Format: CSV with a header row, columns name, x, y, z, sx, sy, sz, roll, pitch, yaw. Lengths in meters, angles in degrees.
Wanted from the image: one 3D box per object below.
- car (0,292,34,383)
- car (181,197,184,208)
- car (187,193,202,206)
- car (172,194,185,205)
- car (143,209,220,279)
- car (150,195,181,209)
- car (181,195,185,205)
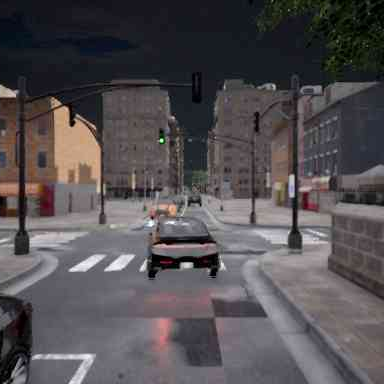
name,x,y,z,sx,sy,sz,roll,pitch,yaw
car,-2.638,1.565,2.099,1.947,1.339,4.313,0,0,0
car,-2.295,1.534,37.610,1.994,1.385,4.181,0,0,0
car,0.388,1.177,53.716,2.150,2.045,5.566,0,0,0
car,-2.271,1.304,57.724,2.097,1.767,4.553,0,0,0
car,-0.435,1.491,10.109,2.128,1.511,4.902,0,0,-7
car,-2.320,1.329,28.675,2.097,1.767,4.553,0,0,1
car,-2.297,1.453,47.469,2.128,1.511,4.902,0,0,0
